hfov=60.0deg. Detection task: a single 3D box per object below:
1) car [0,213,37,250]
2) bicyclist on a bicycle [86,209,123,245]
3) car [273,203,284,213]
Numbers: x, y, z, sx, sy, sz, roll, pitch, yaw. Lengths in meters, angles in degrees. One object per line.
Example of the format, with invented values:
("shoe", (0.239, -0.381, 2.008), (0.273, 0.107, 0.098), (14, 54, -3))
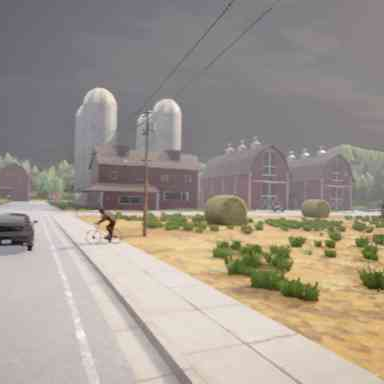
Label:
("car", (-8.086, 1.690, 14.874), (1.837, 1.490, 4.892), (2, -2, -25))
("bicyclist on a bicycle", (-3.968, 1.588, 15.157), (1.656, 1.620, 0.582), (2, -1, -26))
("car", (18.360, 3.252, 70.050), (1.905, 1.878, 3.866), (7, 3, 21))
